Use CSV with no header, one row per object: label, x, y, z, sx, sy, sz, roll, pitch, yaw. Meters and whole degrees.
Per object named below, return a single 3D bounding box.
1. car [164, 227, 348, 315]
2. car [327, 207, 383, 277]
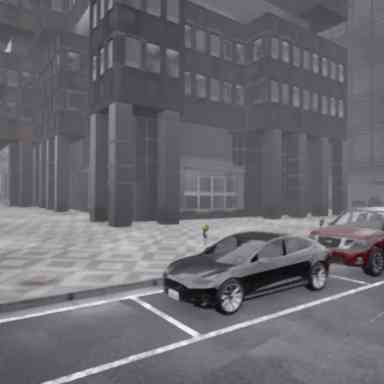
car,1.427,1.620,7.663,4.313,1.339,1.947,1,-1,-35
car,5.849,1.423,10.811,5.009,1.841,2.192,1,-1,-35
